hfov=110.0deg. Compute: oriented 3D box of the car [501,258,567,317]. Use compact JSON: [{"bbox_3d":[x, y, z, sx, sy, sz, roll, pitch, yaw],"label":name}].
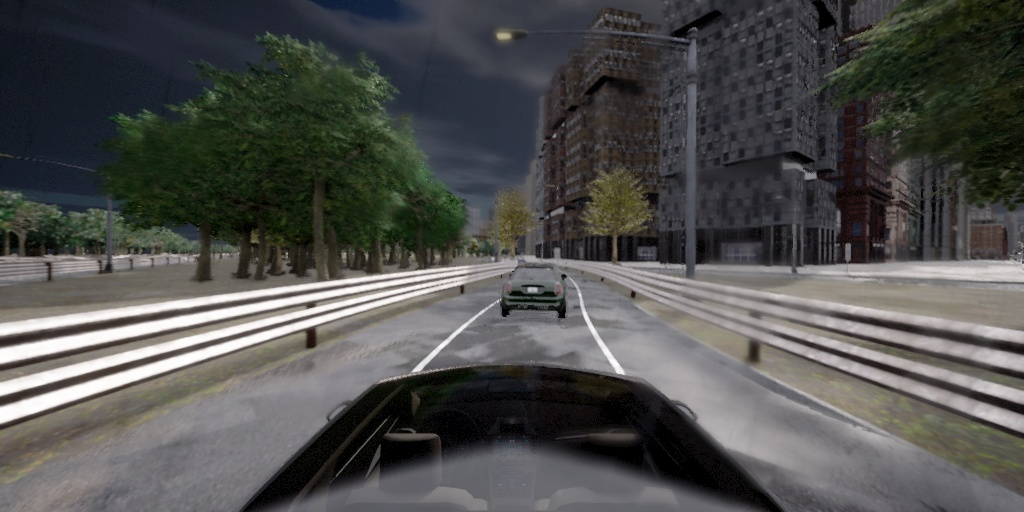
[{"bbox_3d":[0.928,1.058,13.174,2.097,1.767,4.553,1,0,8],"label":"car"}]
